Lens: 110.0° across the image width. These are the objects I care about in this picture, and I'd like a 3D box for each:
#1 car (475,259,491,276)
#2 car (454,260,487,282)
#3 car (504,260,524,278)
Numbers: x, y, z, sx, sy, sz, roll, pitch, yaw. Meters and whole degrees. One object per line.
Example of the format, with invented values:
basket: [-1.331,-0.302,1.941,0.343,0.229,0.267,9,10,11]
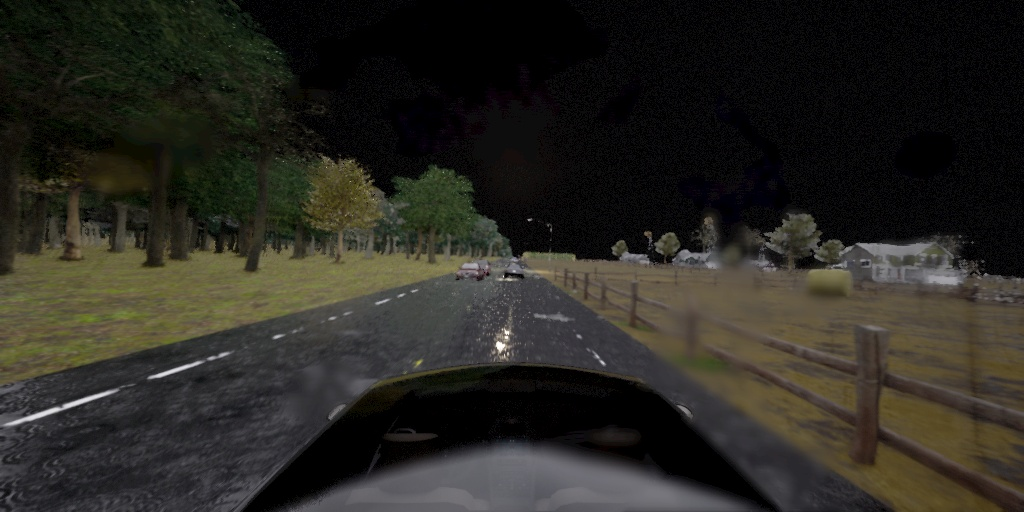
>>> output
car: [-3.267,1.088,37.210,2.097,1.767,4.553,3,0,0]
car: [-3.323,1.248,28.976,1.812,1.442,4.674,3,0,0]
car: [0.218,1.464,36.840,1.994,1.385,4.181,3,0,0]
